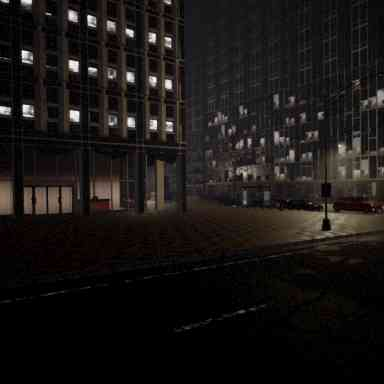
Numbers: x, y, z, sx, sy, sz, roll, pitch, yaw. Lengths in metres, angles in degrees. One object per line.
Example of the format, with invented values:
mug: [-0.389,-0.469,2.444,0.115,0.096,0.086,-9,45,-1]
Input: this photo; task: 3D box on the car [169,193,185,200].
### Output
car: [-3.358,0.935,73.838,1.802,1.307,4.206,0,1,-34]

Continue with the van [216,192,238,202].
van: [6.290,0.855,59.776,1.690,1.788,3.998,0,1,-34]

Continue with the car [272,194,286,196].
car: [11.303,1.117,42.225,2.097,1.767,4.553,-1,1,-34]

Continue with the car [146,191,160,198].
car: [-9.791,0.685,83.208,1.967,1.590,4.097,0,1,-34]

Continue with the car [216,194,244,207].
car: [5.768,1.319,45.637,1.947,1.339,4.313,0,1,-34]

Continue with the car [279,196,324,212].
car: [12.138,1.423,36.221,1.947,1.339,4.313,0,1,-34]

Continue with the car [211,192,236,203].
car: [5.449,1.175,50.776,1.837,1.490,4.892,-1,1,-34]

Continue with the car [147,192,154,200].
car: [-10.268,1.039,69.097,2.008,1.369,4.403,0,1,-34]

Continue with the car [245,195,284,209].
car: [8.935,1.387,40.919,1.802,1.307,4.206,0,1,-34]

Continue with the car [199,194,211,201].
car: [3.074,1.043,64.465,1.802,1.307,4.206,0,1,-34]

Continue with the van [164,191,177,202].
van: [-3.835,0.937,59.722,1.690,1.788,3.998,0,1,-34]

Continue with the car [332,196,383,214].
car: [16.897,1.206,34.073,2.097,1.767,4.553,-1,1,-35]
